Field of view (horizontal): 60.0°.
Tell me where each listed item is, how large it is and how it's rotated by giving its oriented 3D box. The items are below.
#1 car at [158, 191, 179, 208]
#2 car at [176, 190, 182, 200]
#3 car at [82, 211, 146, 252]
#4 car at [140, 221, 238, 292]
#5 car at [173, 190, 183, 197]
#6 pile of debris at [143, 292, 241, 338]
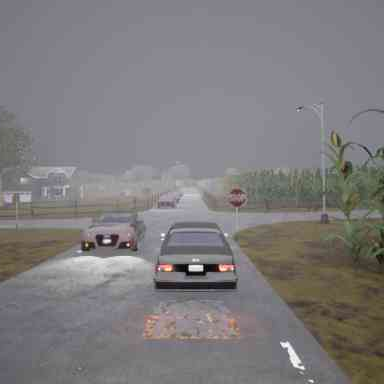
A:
[{"bbox_3d":[-2.893,1.050,39.267,1.882,1.535,5.008,0,1,1],"label":"car"},{"bbox_3d":[-2.849,0.840,48.698,1.882,1.535,5.008,0,2,0],"label":"car"},{"bbox_3d":[-2.969,1.486,13.414,1.994,1.385,4.181,0,1,-2],"label":"car"},{"bbox_3d":[0.076,1.510,8.985,2.033,1.411,5.357,0,0,0],"label":"car"},{"bbox_3d":[-2.791,0.309,68.354,1.994,1.385,4.181,0,2,0],"label":"car"},{"bbox_3d":[-0.004,2.158,5.998,1.500,0.140,1.860,0,0,0],"label":"pile of debris"}]
